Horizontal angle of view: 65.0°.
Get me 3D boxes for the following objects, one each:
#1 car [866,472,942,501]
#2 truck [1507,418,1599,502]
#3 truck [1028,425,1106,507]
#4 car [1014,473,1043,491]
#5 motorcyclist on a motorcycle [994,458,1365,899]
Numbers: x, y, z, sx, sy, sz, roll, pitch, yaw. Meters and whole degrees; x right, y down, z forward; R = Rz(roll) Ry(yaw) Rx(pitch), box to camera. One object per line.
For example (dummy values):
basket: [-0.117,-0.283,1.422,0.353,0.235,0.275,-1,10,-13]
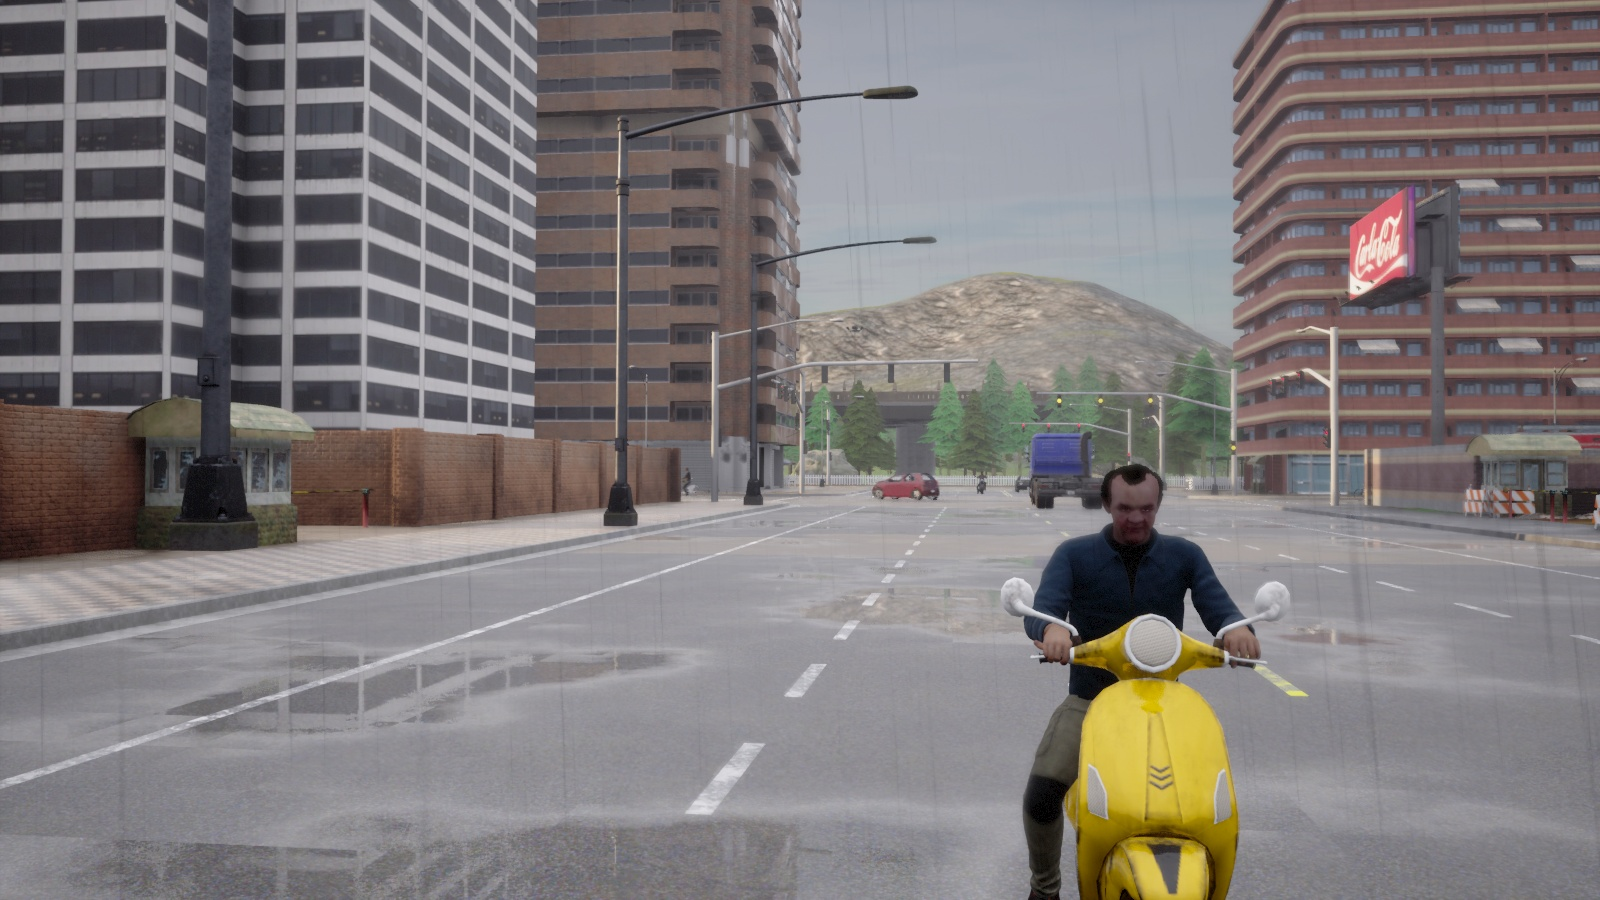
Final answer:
car: [5.559,1.932,67.233,3.633,1.501,1.845,-1,-1,40]
truck: [37.980,0.474,58.299,8.468,3.827,2.891,0,-1,7]
truck: [11.952,0.736,56.788,2.891,3.462,7.936,0,-1,8]
car: [17.337,2.444,95.418,1.895,1.301,4.718,0,-1,8]
motorcyclist on a motorcycle: [1.080,0.831,4.042,0.866,1.590,1.817,0,-1,8]
